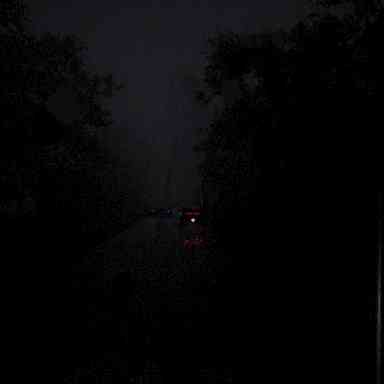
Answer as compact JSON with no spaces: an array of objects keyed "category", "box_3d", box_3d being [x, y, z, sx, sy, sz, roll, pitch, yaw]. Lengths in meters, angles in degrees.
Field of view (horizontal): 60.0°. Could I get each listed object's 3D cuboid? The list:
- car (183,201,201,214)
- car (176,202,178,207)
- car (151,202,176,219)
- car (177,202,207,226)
[{"category":"car","box_3d":[-0.018,1.974,42.411,2.128,1.511,4.902,0,-1,0]},{"category":"car","box_3d":[-3.120,2.838,74.672,1.895,1.301,4.718,0,-2,-1]},{"category":"car","box_3d":[-2.918,1.776,33.074,1.882,1.535,5.008,0,-1,0]},{"category":"car","box_3d":[0.062,1.679,24.970,1.837,1.490,4.892,0,-1,0]}]
